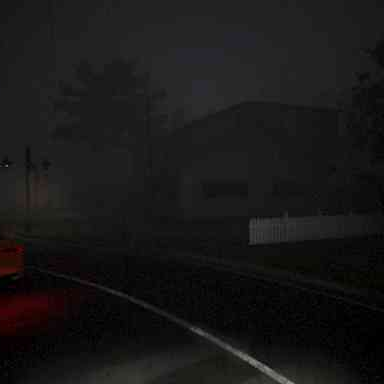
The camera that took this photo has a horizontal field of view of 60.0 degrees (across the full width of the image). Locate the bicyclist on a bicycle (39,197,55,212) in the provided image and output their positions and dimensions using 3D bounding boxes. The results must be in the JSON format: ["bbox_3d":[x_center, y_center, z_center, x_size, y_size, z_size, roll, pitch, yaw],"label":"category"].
[{"bbox_3d":[-15.930,1.401,36.569,1.656,1.620,0.582,-1,0,-20],"label":"bicyclist on a bicycle"}]

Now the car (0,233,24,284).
[{"bbox_3d":[-6.235,1.528,8.555,5.008,1.535,1.882,-1,0,38],"label":"car"}]
